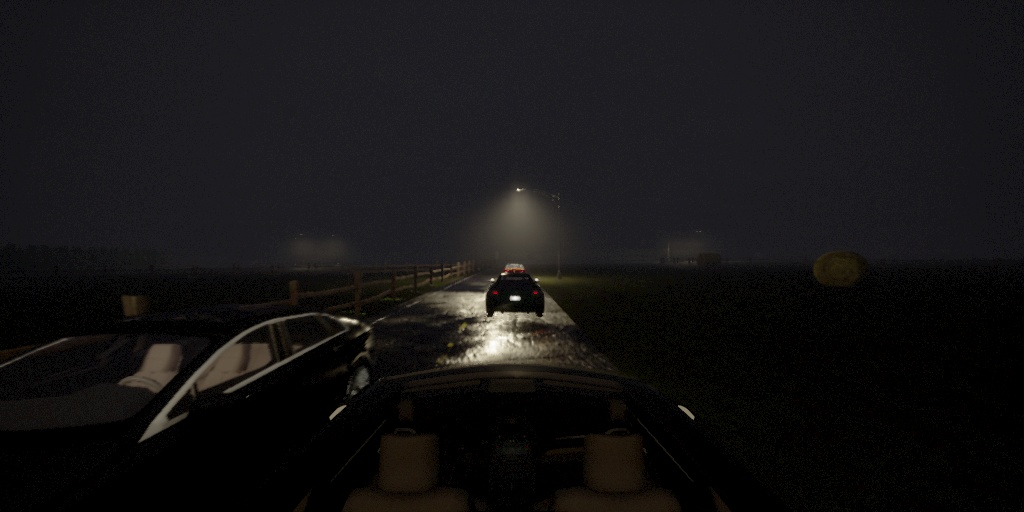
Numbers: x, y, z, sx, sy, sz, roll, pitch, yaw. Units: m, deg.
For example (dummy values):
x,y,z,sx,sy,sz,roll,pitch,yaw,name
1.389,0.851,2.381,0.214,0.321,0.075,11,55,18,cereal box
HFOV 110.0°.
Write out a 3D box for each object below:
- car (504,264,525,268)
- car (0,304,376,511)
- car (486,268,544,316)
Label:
x,y,z,sx,sy,sz,roll,pitch,yaw,name
0.240,1.346,31.631,1.895,1.301,4.718,0,0,1,car
-2.748,1.242,2.947,2.128,1.511,4.902,0,0,0,car
0.104,1.312,13.396,1.994,1.385,4.181,0,0,0,car
